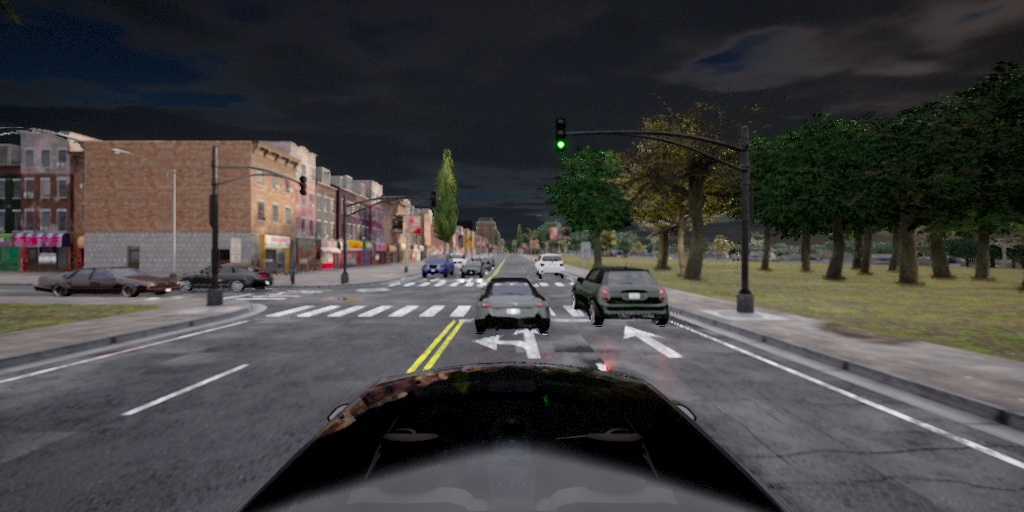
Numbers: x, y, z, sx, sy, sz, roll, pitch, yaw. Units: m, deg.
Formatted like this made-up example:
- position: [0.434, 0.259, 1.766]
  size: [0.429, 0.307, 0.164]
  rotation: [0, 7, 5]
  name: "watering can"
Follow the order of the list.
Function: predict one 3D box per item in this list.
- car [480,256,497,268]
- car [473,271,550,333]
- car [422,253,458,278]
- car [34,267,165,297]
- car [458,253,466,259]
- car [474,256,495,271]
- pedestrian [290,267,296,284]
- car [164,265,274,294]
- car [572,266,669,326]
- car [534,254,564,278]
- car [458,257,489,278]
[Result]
- position: [-3.458, 0.841, 52.914]
  size: [2.128, 1.511, 4.902]
  rotation: [0, 1, 0]
  name: "car"
- position: [-0.094, 1.319, 10.761]
  size: [1.994, 1.385, 4.181]
  rotation: [0, 0, -4]
  name: "car"
- position: [-6.699, 0.846, 33.093]
  size: [2.150, 2.045, 5.566]
  rotation: [0, 0, 0]
  name: "car"
- position: [-19.421, 1.242, 17.386]
  size: [5.357, 1.411, 2.033]
  rotation: [1, 0, -3]
  name: "car"
- position: [-6.723, 0.708, 43.745]
  size: [2.150, 2.045, 5.566]
  rotation: [0, 1, 0]
  name: "car"
- position: [-3.468, 1.067, 42.513]
  size: [1.994, 1.385, 4.181]
  rotation: [0, 1, 0]
  name: "car"
- position: [-14.197, 1.277, 23.296]
  size: [0.500, 1.100, 0.500]
  rotation: [0, -1, 0]
  name: "pedestrian"
- position: [-16.246, 1.238, 20.331]
  size: [4.892, 1.490, 1.837]
  rotation: [1, 0, 1]
  name: "car"
- position: [3.319, 1.104, 11.860]
  size: [2.097, 1.767, 4.553]
  rotation: [0, 0, 0]
  name: "car"
- position: [3.256, 0.857, 31.775]
  size: [2.150, 2.045, 5.566]
  rotation: [0, 1, 0]
  name: "car"
- position: [-3.446, 1.133, 32.571]
  size: [1.837, 1.490, 4.892]
  rotation: [0, 1, 0]
  name: "car"
